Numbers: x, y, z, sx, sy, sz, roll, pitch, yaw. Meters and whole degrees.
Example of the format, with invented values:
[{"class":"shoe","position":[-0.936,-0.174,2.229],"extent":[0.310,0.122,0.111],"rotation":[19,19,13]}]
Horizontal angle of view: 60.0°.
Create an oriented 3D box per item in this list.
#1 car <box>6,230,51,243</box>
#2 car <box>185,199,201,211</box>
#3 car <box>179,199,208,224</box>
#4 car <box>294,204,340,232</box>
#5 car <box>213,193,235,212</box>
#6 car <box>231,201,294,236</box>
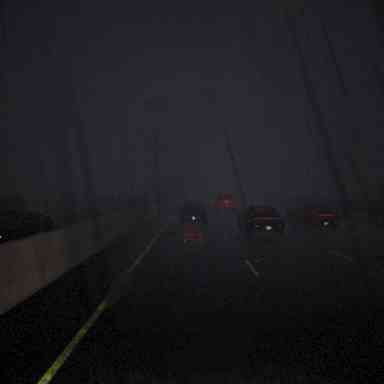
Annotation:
[{"class":"car","position":[-7.099,1.471,13.042],"extent":[2.128,1.511,4.902],"rotation":[0,0,0]},{"class":"car","position":[0.103,1.535,41.346],"extent":[1.895,1.301,4.718],"rotation":[0,0,0]},{"class":"car","position":[0.102,1.466,24.086],"extent":[1.837,1.490,4.892],"rotation":[0,0,0]},{"class":"car","position":[7.101,1.460,20.028],"extent":[2.128,1.511,4.902],"rotation":[0,0,0]},{"class":"car","position":[3.603,1.162,37.462],"extent":[2.150,2.045,5.566],"rotation":[0,0,0]},{"class":"car","position":[3.601,1.463,18.017],"extent":[2.128,1.511,4.902],"rotation":[0,0,0]}]
